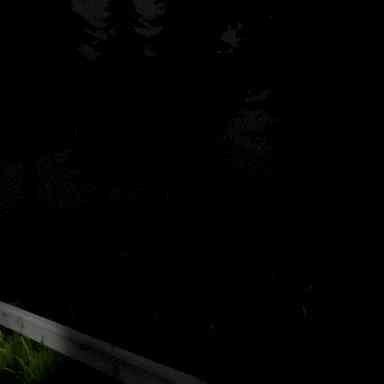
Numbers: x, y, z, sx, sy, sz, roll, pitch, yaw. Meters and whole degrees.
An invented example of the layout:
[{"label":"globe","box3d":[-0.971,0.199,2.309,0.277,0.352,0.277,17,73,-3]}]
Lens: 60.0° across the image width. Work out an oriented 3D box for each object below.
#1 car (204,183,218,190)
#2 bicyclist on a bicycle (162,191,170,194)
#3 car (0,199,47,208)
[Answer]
[{"label":"car","box3d":[0.683,-0.135,36.894,4.553,1.767,2.097,-4,1,-13]},{"label":"bicyclist on a bicycle","box3d":[-2.234,0.269,28.847,0.582,1.620,1.656,1,4,-28]},{"label":"car","box3d":[-15.139,1.351,28.836,5.008,1.535,1.882,-5,3,-32]}]
